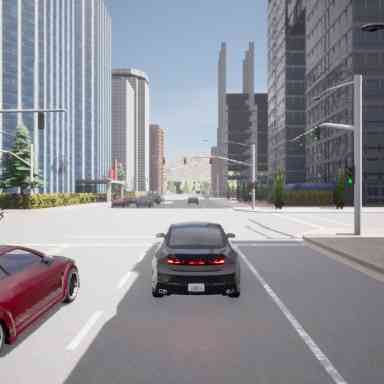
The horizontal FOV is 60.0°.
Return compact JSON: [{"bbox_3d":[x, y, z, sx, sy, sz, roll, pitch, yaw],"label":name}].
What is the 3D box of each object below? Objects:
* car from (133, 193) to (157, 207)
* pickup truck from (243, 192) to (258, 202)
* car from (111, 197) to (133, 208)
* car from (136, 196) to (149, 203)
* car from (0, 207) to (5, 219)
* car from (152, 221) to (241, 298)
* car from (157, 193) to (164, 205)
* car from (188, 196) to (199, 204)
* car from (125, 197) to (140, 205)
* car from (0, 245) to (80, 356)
[{"bbox_3d":[-6.980,1.352,49.674,2.097,1.767,4.553,0,0,0],"label":"car"},{"bbox_3d":[13.272,1.059,72.747,2.390,2.098,6.274,0,0,31],"label":"pickup truck"},{"bbox_3d":[-10.482,1.478,48.873,1.882,1.535,5.008,0,0,0],"label":"car"},{"bbox_3d":[-10.355,1.525,69.836,2.128,1.511,4.902,0,0,0],"label":"car"},{"bbox_3d":[-17.195,1.351,26.010,4.553,1.767,2.097,0,0,1],"label":"car"},{"bbox_3d":[0.095,1.505,8.523,1.837,1.490,4.892,0,0,0],"label":"car"},{"bbox_3d":[-6.940,1.221,60.068,2.150,2.045,5.566,0,0,1],"label":"car"},{"bbox_3d":[0.218,1.525,63.327,1.812,1.442,4.674,0,0,0],"label":"car"},{"bbox_3d":[-10.451,1.563,58.857,1.994,1.385,4.181,0,0,0],"label":"car"},{"bbox_3d":[-3.427,1.564,5.565,1.994,1.385,4.181,0,0,1],"label":"car"}]
